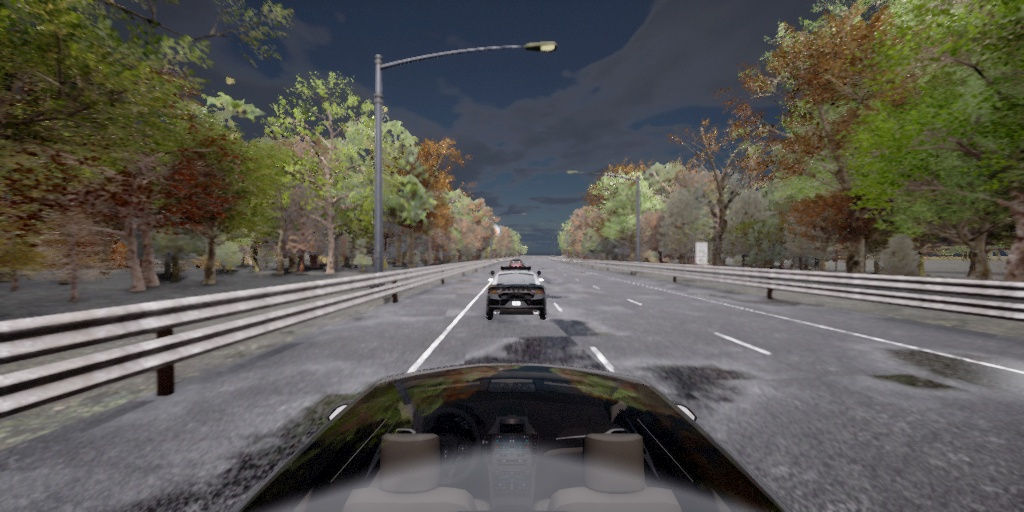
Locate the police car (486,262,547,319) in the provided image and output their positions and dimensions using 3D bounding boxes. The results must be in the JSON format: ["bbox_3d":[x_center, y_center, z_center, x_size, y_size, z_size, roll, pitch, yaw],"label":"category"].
[{"bbox_3d":[0.142,1.173,13.016,1.930,1.638,5.238,0,0,0],"label":"police car"}]

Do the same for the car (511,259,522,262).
[{"bbox_3d":[0.564,1.171,44.673,2.033,1.649,4.856,0,0,1],"label":"car"}]
